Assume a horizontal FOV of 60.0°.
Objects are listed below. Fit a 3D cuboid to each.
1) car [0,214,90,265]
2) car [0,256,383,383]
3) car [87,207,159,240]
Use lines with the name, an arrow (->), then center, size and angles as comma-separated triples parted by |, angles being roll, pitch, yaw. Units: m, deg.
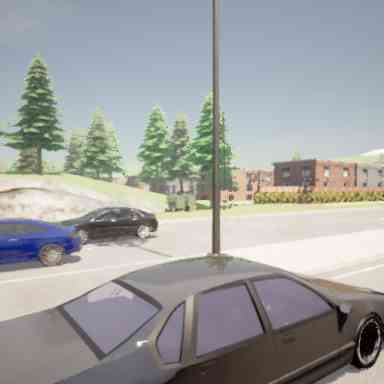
car -> -5.698, 1.509, 9.820 | 4.674, 1.442, 1.812 | 0, 0, -34
car -> 0.365, 1.532, 3.945 | 5.357, 1.411, 2.033 | 0, 0, -35
car -> -3.875, 1.461, 15.289 | 4.892, 1.490, 1.837 | 0, 0, -35
